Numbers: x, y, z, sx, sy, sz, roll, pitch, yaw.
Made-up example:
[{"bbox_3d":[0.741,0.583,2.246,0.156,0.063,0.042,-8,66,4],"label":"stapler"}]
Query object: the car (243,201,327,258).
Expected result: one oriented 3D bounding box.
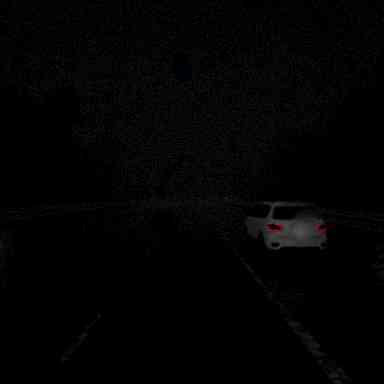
[{"bbox_3d":[3.527,1.374,13.546,2.150,2.045,5.566,0,-1,0],"label":"car"}]
